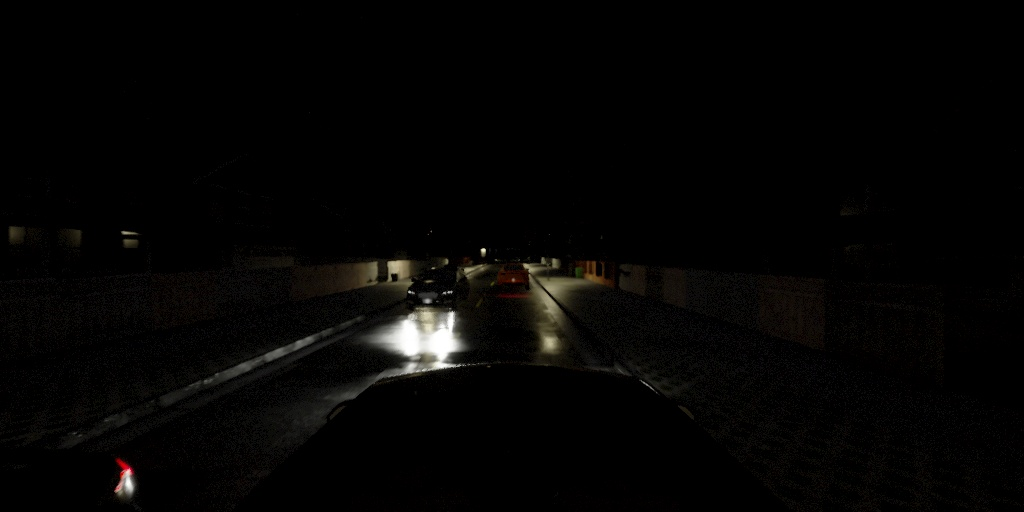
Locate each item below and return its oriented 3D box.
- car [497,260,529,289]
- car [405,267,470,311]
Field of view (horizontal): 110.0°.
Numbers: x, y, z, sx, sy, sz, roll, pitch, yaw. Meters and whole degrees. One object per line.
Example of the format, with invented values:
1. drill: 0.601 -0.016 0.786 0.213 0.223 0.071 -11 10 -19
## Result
1. car: 0.088 1.201 22.785 1.882 1.535 5.008 0 0 0
2. car: -2.831 1.230 14.480 2.128 1.511 4.902 0 0 0
